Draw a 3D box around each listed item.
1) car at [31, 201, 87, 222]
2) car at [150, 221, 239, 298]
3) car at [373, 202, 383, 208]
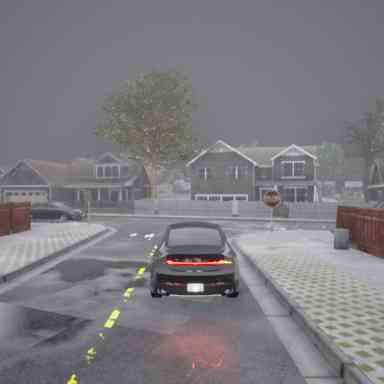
[{"bbox_3d":[-10.177,1.456,24.718,4.892,1.490,1.837,0,0,16],"label":"car"},{"bbox_3d":[0.045,1.505,8.517,1.837,1.490,4.892,0,0,0],"label":"car"},{"bbox_3d":[12.637,1.435,21.689,4.553,1.767,2.097,0,0,18],"label":"car"}]
